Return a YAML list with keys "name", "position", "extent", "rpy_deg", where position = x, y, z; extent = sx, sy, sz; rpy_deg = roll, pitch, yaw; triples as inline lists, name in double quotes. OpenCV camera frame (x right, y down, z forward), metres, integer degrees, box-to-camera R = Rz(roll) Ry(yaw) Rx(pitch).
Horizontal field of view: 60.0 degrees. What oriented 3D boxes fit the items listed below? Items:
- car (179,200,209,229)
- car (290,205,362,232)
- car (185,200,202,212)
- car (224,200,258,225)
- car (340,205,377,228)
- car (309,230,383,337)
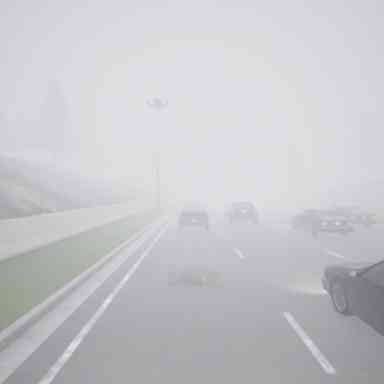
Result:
- name: "car"
  position: [0.124, 1.557, 22.249]
  extent: [1.882, 1.535, 5.008]
  rpy_deg: [0, 0, 0]
- name: "car"
  position: [7.120, 1.616, 18.787]
  extent: [2.033, 1.411, 5.357]
  rpy_deg: [0, 0, 0]
- name: "car"
  position: [0.202, 1.710, 41.071]
  extent: [1.994, 1.385, 4.181]
  rpy_deg: [0, 0, 1]
- name: "car"
  position: [3.628, 1.443, 25.316]
  extent: [2.097, 1.767, 4.553]
  rpy_deg: [0, 0, 0]
- name: "car"
  position: [10.625, 1.633, 23.112]
  extent: [2.033, 1.411, 5.357]
  rpy_deg: [0, 0, 0]
- name: "car"
  position: [3.606, 1.565, 4.514]
  extent: [2.033, 1.411, 5.357]
  rpy_deg: [0, 0, 0]
